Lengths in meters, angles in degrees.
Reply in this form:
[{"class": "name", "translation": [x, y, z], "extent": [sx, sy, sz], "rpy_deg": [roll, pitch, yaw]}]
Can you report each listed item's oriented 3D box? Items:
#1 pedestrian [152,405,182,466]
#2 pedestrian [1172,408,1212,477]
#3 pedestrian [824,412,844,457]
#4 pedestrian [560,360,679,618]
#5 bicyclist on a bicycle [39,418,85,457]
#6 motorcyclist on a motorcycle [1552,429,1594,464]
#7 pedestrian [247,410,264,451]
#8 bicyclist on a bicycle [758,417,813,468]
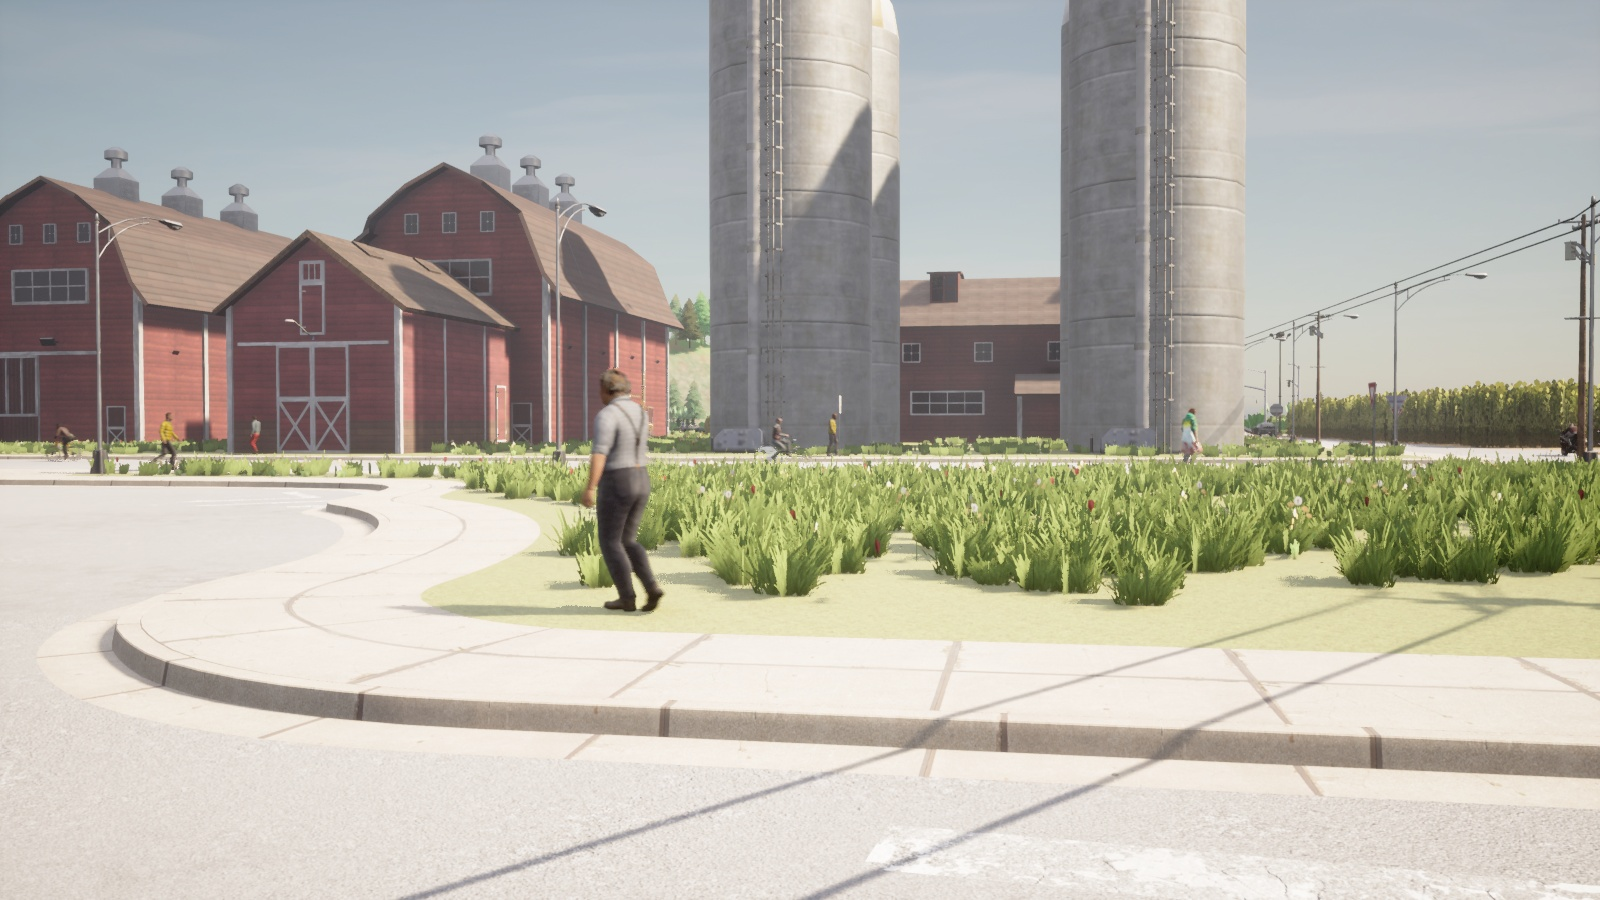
[{"class": "pedestrian", "translation": [-19.141, -0.441, 38.002], "extent": [0.709, 1.840, 0.431], "rpy_deg": [0, 1, -10]}, {"class": "pedestrian", "translation": [11.240, -0.233, 36.014], "extent": [0.873, 1.952, 0.659], "rpy_deg": [0, 1, -21]}, {"class": "pedestrian", "translation": [1.411, -0.628, 51.847], "extent": [0.726, 1.835, 0.370], "rpy_deg": [1, 1, 21]}, {"class": "pedestrian", "translation": [-1.347, 0.273, 9.388], "extent": [0.694, 1.848, 0.540], "rpy_deg": [1, 1, 29]}, {"class": "bicyclist on a bicycle", "translation": [-31.087, -0.529, 52.904], "extent": [1.656, 1.620, 0.582], "rpy_deg": [0, 1, 10]}, {"class": "motorcyclist on a motorcycle", "translation": [34.784, -0.169, 56.559], "extent": [0.866, 1.530, 2.191], "rpy_deg": [1, 1, 10]}, {"class": "pedestrian", "translation": [-24.913, -0.896, 57.472], "extent": [0.614, 1.847, 0.353], "rpy_deg": [1, 1, 18]}, {"class": "bicyclist on a bicycle", "translation": [-0.500, -0.257, 44.151], "extent": [1.843, 1.776, 0.659], "rpy_deg": [0, 1, 10]}]
